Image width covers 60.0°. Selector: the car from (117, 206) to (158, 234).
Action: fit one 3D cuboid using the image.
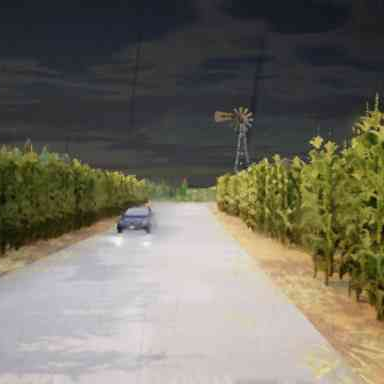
[{"bbox_3d":[-3.117,1.569,19.657,1.812,1.442,4.674,0,0,0],"label":"car"}]
